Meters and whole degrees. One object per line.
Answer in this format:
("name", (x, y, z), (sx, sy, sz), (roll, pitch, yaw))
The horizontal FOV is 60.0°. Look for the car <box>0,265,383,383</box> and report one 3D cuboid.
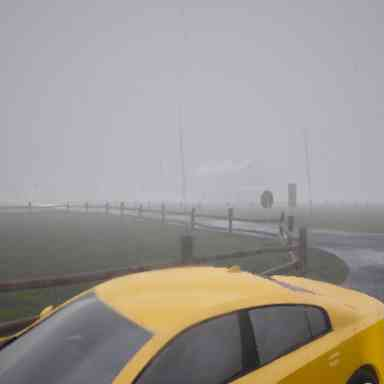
("car", (-0.262, 1.484, 2.755), (5.008, 1.535, 1.882), (0, 0, -35))
